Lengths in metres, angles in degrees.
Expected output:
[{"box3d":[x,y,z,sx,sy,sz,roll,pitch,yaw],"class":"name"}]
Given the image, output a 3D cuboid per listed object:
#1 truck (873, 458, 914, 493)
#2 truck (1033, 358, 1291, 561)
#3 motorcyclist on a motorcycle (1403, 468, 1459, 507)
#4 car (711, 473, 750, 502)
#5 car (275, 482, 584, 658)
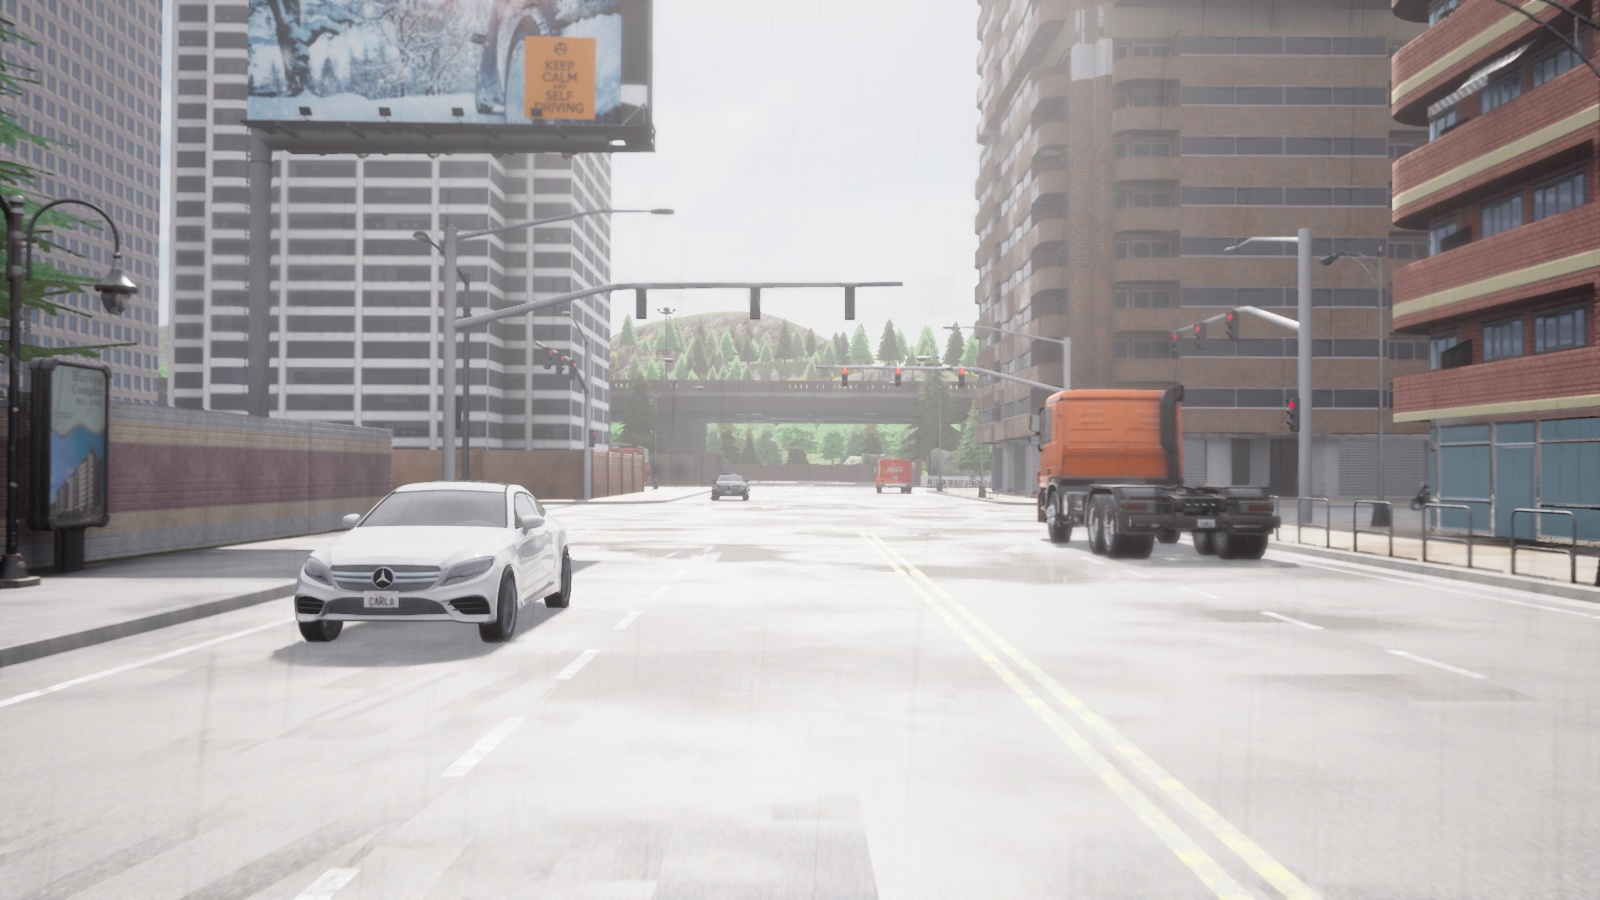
[{"box3d":[6.768,1.840,91.561,2.627,2.467,5.204,0,-1,0],"class":"truck"},{"box3d":[6.932,0.233,25.469,2.891,3.462,7.936,0,-1,0],"class":"truck"},{"box3d":[25.794,1.528,51.362,1.817,1.590,0.866,0,-1,0],"class":"motorcyclist on a motorcycle"},{"box3d":[-3.669,1.983,67.115,1.812,1.442,4.674,0,-1,0],"class":"car"},{"box3d":[-3.533,1.072,12.938,1.812,1.442,4.674,0,-1,0],"class":"car"}]
